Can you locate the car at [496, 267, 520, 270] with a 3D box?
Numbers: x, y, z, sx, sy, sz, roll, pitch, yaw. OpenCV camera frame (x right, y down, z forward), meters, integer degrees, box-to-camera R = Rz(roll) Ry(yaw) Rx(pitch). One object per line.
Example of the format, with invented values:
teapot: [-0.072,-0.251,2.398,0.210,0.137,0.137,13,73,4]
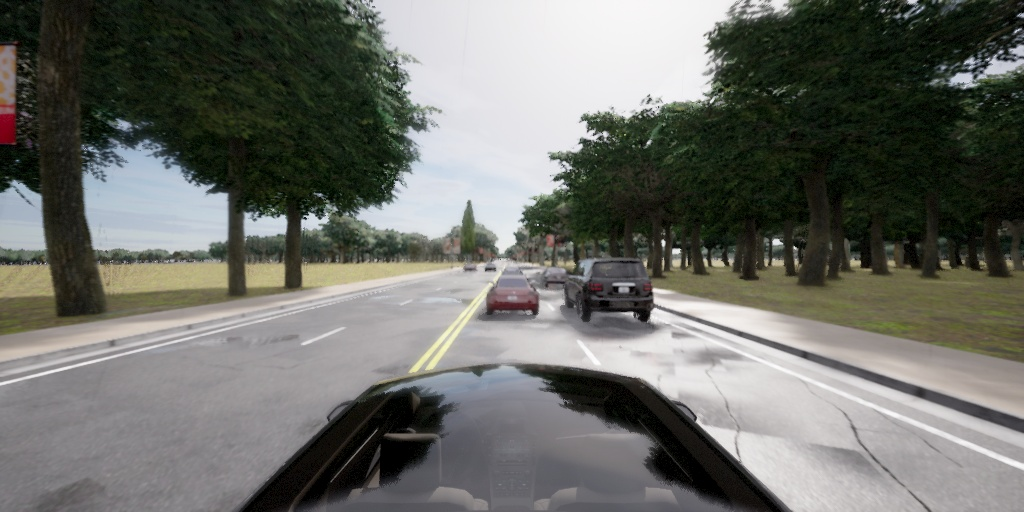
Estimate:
car: [0.009,1.592,29.507,1.994,1.385,4.181,0,0,0]

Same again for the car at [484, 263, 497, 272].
car: [-3.477,1.821,58.622,1.837,1.490,4.892,0,-1,0]

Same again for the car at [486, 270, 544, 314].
car: [0.039,1.442,14.417,1.994,1.385,4.181,0,0,0]

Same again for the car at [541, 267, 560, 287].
car: [3.241,1.551,27.101,2.033,1.411,5.357,0,-1,0]

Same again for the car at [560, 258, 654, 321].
car: [3.279,1.087,13.110,2.150,2.045,5.566,0,0,1]

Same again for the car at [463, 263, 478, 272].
car: [-6.729,1.882,58.818,1.994,1.385,4.181,0,0,0]
